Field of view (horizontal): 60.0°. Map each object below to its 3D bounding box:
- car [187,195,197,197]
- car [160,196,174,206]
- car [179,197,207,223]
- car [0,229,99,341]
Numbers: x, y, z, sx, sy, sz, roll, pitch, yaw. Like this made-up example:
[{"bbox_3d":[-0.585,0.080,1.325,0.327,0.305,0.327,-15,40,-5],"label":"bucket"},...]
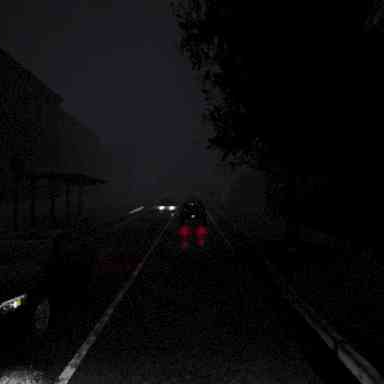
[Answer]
[{"bbox_3d":[0.032,1.211,42.943,1.837,1.490,4.892,0,1,0],"label":"car"},{"bbox_3d":[-3.514,1.268,47.322,1.895,1.301,4.718,0,1,0],"label":"car"},{"bbox_3d":[0.070,1.383,24.568,2.128,1.511,4.902,0,1,0],"label":"car"},{"bbox_3d":[-3.197,1.525,6.637,1.812,1.442,4.674,0,0,0],"label":"car"}]
